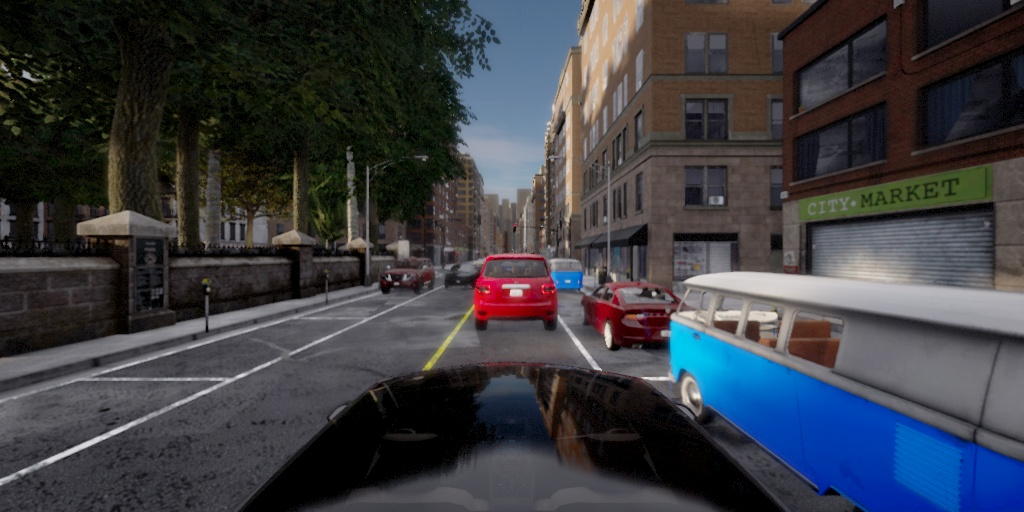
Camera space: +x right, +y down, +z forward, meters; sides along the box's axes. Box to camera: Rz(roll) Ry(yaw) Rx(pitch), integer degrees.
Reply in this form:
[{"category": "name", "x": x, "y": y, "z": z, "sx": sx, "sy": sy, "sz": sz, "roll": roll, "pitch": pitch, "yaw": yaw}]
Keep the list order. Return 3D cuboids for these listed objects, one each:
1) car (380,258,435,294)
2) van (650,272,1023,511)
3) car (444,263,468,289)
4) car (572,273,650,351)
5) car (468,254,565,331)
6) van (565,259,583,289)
[{"category": "car", "x": -5.663, "y": 1.039, "z": 20.097, "sx": 2.192, "sy": 1.841, "sz": 5.009, "roll": 0, "pitch": 0, "yaw": 0}, {"category": "van", "x": 2.857, "y": 1.089, "z": 3.153, "sx": 1.690, "sy": 1.789, "sz": 3.998, "roll": 0, "pitch": 0, "yaw": 0}, {"category": "car", "x": -3.060, "y": 1.197, "z": 23.026, "sx": 1.882, "sy": 1.535, "sz": 5.008, "roll": 0, "pitch": 0, "yaw": 0}, {"category": "car", "x": 2.858, "y": 1.286, "z": 8.814, "sx": 1.888, "sy": 1.381, "sz": 4.507, "roll": 0, "pitch": 0, "yaw": 0}, {"category": "car", "x": 0.099, "y": 0.960, "z": 11.133, "sx": 2.150, "sy": 2.045, "sz": 5.566, "roll": 0, "pitch": 0, "yaw": 0}, {"category": "van", "x": 2.861, "y": 1.065, "z": 20.135, "sx": 1.690, "sy": 1.789, "sz": 3.998, "roll": 0, "pitch": 0, "yaw": 0}]
